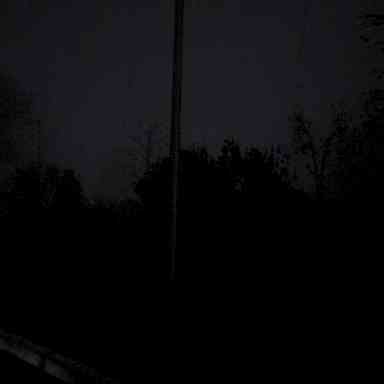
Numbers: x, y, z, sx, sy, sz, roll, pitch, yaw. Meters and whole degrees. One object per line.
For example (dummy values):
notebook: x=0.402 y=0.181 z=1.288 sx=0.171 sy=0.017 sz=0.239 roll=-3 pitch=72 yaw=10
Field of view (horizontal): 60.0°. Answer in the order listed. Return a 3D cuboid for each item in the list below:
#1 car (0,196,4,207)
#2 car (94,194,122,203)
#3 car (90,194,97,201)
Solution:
car: x=-21.052 y=0.587 z=33.077 sx=2.097 sy=1.767 sz=4.553 roll=2 pitch=-1 yaw=19
car: x=-13.518 y=1.654 z=55.386 sx=2.128 sy=1.511 sz=4.902 roll=2 pitch=-2 yaw=19
car: x=-16.570 y=1.289 z=57.228 sx=2.150 sy=2.045 sz=5.566 roll=2 pitch=-2 yaw=19
